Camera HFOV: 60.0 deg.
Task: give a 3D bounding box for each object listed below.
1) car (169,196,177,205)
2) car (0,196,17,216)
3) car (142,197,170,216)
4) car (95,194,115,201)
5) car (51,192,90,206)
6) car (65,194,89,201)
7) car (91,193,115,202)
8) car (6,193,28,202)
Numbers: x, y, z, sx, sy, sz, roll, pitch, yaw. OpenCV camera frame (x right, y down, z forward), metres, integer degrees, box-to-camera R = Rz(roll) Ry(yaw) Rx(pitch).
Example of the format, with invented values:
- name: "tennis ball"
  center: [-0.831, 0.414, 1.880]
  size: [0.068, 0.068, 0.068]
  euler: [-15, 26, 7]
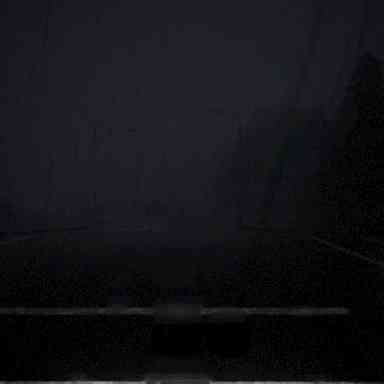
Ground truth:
- name: "car"
  center: [-3.490, 1.448, 55.451]
  size: [2.033, 1.411, 5.357]
  euler: [0, 0, 0]
- name: "car"
  center: [-17.381, 1.338, 28.172]
  size: [3.633, 1.501, 1.845]
  euler: [0, 0, 0]
- name: "car"
  center: [-3.502, 1.512, 31.633]
  size: [2.033, 1.411, 5.357]
  euler: [0, 0, 0]
- name: "car"
  center: [-17.976, 1.123, 68.873]
  size: [3.806, 1.475, 1.970]
  euler: [0, 0, 0]
- name: "car"
  center: [-17.242, 1.028, 46.755]
  size: [4.605, 1.855, 1.932]
  euler: [0, 0, 0]
- name: "car"
  center: [-25.025, 1.183, 72.536]
  size: [4.514, 1.523, 2.007]
  euler: [0, 0, 0]
- name: "car"
  center: [-17.653, 1.056, 62.455]
  size: [5.027, 1.636, 2.152]
  euler: [0, 0, 0]
- name: "car"
  center: [-35.037, 0.995, 65.595]
  size: [4.605, 1.855, 1.932]
  euler: [0, 0, 0]
